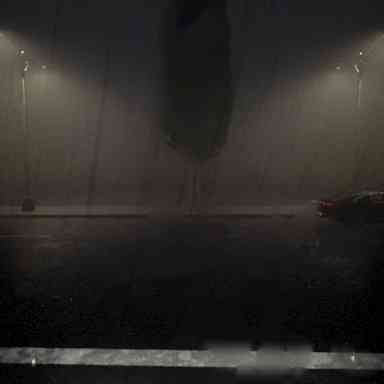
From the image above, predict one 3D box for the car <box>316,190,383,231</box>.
[{"bbox_3d":[7.614,0.669,13.486,4.902,1.511,2.128,0,4,0],"label":"car"}]
